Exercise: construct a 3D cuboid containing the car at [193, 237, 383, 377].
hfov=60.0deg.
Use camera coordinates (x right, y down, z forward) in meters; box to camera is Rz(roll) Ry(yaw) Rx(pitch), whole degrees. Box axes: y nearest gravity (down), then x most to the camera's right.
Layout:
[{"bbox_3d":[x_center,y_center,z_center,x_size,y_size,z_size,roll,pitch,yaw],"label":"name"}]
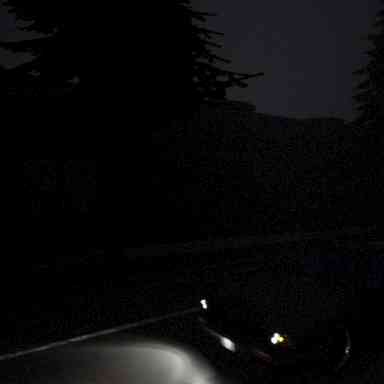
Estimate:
[{"bbox_3d":[2.678,1.540,5.697,5.357,1.411,2.033,0,0,-33],"label":"car"}]
